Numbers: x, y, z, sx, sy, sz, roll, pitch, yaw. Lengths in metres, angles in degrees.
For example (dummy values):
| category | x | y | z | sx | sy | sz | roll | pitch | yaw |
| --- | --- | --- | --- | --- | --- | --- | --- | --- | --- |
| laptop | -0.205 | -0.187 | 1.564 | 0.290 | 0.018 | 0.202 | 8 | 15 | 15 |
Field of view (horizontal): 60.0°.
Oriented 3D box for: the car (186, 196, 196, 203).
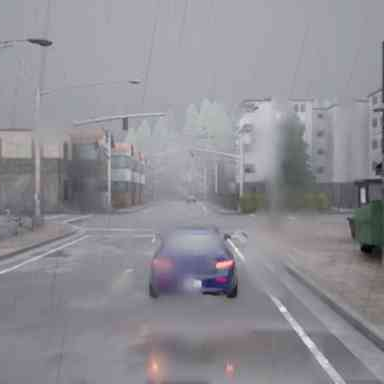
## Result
| category | x | y | z | sx | sy | sz | roll | pitch | yaw |
| --- | --- | --- | --- | --- | --- | --- | --- | --- | --- |
| car | -0.149 | 1.499 | 67.018 | 1.812 | 1.442 | 4.674 | 0 | 0 | 0 |

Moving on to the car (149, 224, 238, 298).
| category | x | y | z | sx | sy | sz | roll | pitch | yaw |
| --- | --- | --- | --- | --- | --- | --- | --- | --- | --- |
| car | 0.039 | 1.522 | 8.376 | 1.812 | 1.442 | 4.674 | 0 | 0 | 0 |
